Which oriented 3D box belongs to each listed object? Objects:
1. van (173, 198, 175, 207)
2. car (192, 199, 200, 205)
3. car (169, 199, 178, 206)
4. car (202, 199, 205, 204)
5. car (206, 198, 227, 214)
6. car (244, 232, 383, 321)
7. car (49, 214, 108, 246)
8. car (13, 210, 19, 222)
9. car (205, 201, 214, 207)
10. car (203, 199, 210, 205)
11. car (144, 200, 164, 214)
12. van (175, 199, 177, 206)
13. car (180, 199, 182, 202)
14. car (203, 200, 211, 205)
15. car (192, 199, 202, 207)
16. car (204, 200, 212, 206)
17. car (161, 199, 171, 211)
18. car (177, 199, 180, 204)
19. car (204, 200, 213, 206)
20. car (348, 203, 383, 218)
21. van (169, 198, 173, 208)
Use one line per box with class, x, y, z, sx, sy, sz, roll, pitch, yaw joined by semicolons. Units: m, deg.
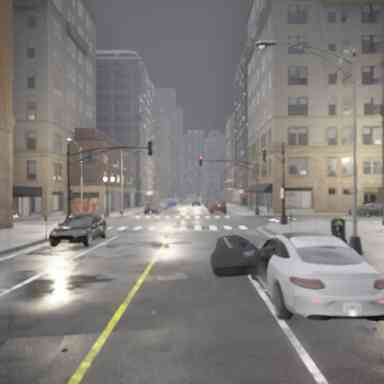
van;-4.852;2.235;65.731;1.690;1.788;3.998;-1;-1;1
car;1.043;2.512;83.169;2.033;1.411;5.357;0;-1;1
car;-4.644;2.551;82.484;1.967;1.590;4.097;-1;-1;1
car;3.678;2.174;65.626;2.192;1.841;5.009;-1;-1;1
car;3.397;1.876;43.286;2.192;1.841;5.009;-1;-1;1
car;2.460;1.610;7.356;1.812;1.442;4.674;0;-1;1
car;-5.455;1.799;16.519;1.947;1.339;4.313;-1;-1;1
car;-17.963;1.832;28.479;5.566;2.045;2.150;0;0;0
car;3.752;2.514;71.207;1.802;1.307;4.206;-1;-1;1
car;4.033;2.771;93.547;2.008;1.369;4.403;-1;-1;1
car;-5.125;2.162;43.388;1.947;1.339;4.313;-1;-1;1
van;-4.783;2.308;71.316;1.690;1.788;3.998;-1;-1;1
car;-4.506;2.695;93.653;1.967;1.590;4.097;-1;-1;1
car;3.962;2.714;87.962;1.947;1.339;4.313;-1;-1;1
car;0.914;2.455;72.748;1.837;1.490;4.892;0;-1;1
car;3.892;2.642;82.377;1.947;1.339;4.313;-1;-1;1
car;-4.990;2.269;54.388;1.752;1.417;4.829;-1;-1;1
car;-4.715;2.354;76.901;2.192;1.841;5.009;-1;-1;1
car;3.823;2.532;76.963;1.752;1.417;4.829;-1;-1;1
car;17.076;1.712;31.392;4.181;1.385;1.994;-1;0;0
van;-4.921;2.161;60.145;1.690;1.788;3.998;-1;-1;1
